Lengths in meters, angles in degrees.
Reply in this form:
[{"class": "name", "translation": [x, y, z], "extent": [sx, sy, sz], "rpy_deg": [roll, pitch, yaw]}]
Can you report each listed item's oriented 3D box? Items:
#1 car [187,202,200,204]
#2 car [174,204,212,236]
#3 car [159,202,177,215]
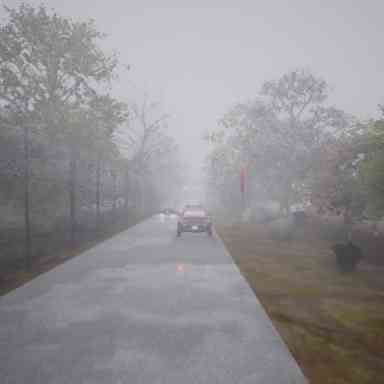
[{"class": "car", "translation": [0.204, 1.815, 37.067], "extent": [1.882, 1.535, 5.008], "rpy_deg": [0, -1, 0]}, {"class": "car", "translation": [0.130, 1.627, 18.899], "extent": [1.812, 1.442, 4.674], "rpy_deg": [0, -1, 0]}, {"class": "car", "translation": [-2.730, 1.919, 39.578], "extent": [2.033, 1.411, 5.357], "rpy_deg": [0, -1, 0]}]
